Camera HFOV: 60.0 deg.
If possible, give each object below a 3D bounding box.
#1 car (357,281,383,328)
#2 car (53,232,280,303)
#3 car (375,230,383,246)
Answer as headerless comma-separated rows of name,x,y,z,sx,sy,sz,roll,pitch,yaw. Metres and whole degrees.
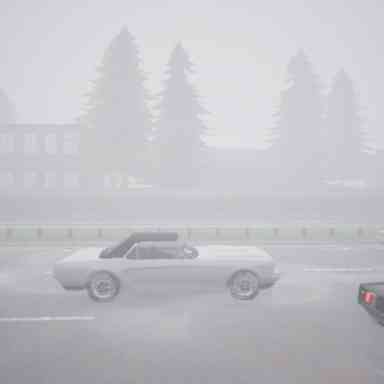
car,4.953,1.613,4.426,4.718,1.301,1.895,0,0,-3
car,-0.484,1.611,7.664,4.718,1.301,1.895,0,0,-3
car,9.220,1.629,11.642,4.718,1.301,1.895,0,0,-3
